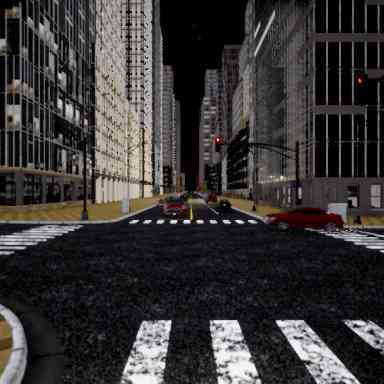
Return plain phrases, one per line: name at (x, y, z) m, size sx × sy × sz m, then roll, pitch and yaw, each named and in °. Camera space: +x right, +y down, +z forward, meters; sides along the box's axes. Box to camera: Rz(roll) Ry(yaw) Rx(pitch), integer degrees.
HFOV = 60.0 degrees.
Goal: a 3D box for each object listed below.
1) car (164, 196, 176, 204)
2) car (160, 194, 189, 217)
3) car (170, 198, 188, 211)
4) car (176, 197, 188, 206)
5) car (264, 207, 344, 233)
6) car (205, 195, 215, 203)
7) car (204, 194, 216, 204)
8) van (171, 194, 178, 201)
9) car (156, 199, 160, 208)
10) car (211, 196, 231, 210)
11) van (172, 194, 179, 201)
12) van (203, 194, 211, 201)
car at (-4.152, 1.558, 63.884) m, size 1.947 × 1.339 × 4.313 m, roll 0°, pitch 0°, yaw 0°
car at (-1.549, 1.367, 31.811) m, size 2.097 × 1.767 × 4.553 m, roll 0°, pitch 0°, yaw 1°
car at (-1.569, 1.557, 42.174) m, size 2.033 × 1.411 × 5.357 m, roll 0°, pitch 0°, yaw 0°
car at (-1.628, 1.527, 55.466) m, size 1.812 × 1.442 × 4.674 m, roll 0°, pitch 0°, yaw 0°
car at (6.771, 1.627, 20.242) m, size 4.674 × 1.442 × 1.812 m, roll 3°, pitch 0°, yaw -3°
car at (3.700, 1.426, 69.452) m, size 1.967 × 1.590 × 4.097 m, roll 0°, pitch 0°, yaw 0°
car at (3.728, 1.307, 63.924) m, size 2.192 × 1.841 × 5.009 m, roll 0°, pitch 0°, yaw 0°
van at (-4.237, 1.314, 80.467) m, size 1.690 × 1.788 × 3.998 m, roll 0°, pitch 0°, yaw 0°
car at (-4.068, 1.589, 47.301) m, size 1.802 × 1.307 × 4.206 m, roll 0°, pitch 0°, yaw 0°
car at (3.890, 1.575, 41.815) m, size 1.947 × 1.339 × 4.313 m, roll 0°, pitch 0°, yaw 0°
van at (-4.265, 1.308, 85.994) m, size 1.690 × 1.788 × 3.998 m, roll 0°, pitch 0°, yaw 0°
van at (3.643, 1.314, 80.507) m, size 1.690 × 1.788 × 3.998 m, roll 0°, pitch 0°, yaw 0°
